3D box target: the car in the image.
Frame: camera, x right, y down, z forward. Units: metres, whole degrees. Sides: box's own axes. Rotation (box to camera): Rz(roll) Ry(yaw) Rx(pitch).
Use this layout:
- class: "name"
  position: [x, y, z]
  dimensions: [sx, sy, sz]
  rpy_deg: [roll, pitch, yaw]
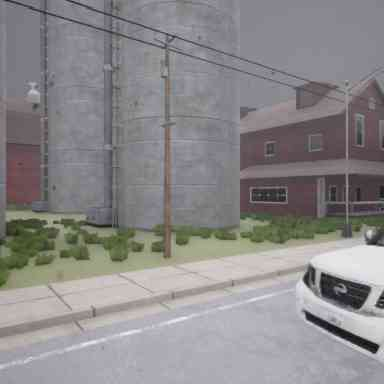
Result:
- class: "car"
  position: [4.328, 1.225, 5.202]
  dimensions: [5.566, 2.045, 2.150]
  rpy_deg: [0, 0, -22]
